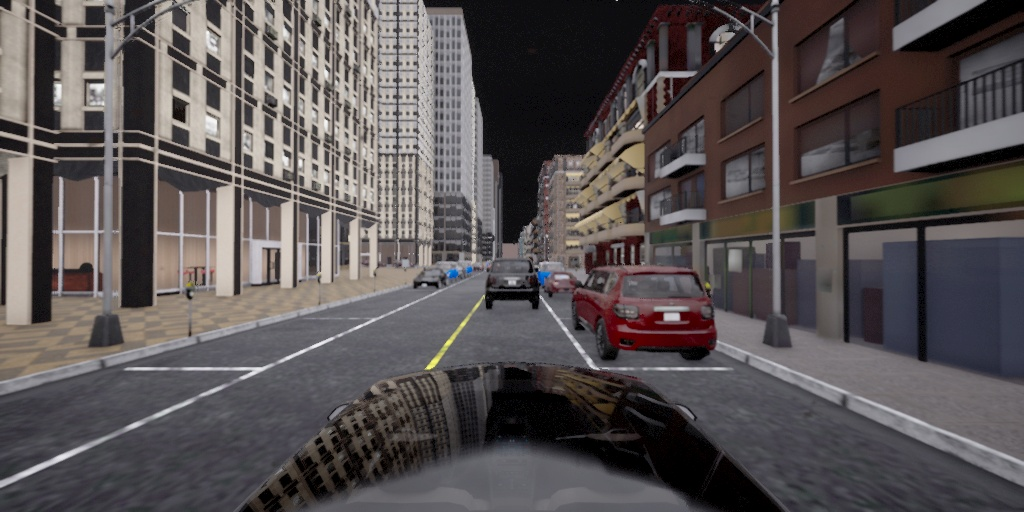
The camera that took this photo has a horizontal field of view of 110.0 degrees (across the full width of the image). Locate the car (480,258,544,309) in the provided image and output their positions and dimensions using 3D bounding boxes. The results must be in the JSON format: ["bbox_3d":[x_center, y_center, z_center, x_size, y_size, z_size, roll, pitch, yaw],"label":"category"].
[{"bbox_3d":[0.010,1.101,15.888,2.150,2.045,5.566,0,0,0],"label":"car"}]

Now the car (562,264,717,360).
[{"bbox_3d":[2.695,1.128,8.414,2.192,1.841,5.009,0,0,0],"label":"car"}]

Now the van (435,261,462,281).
[{"bbox_3d":[-5.673,1.372,31.012,1.690,1.789,3.998,0,0,0],"label":"van"}]

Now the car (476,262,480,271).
[{"bbox_3d":[-5.657,1.753,59.254,1.967,1.591,4.097,0,0,0],"label":"car"}]

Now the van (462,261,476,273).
[{"bbox_3d":[-5.666,1.484,42.309,1.690,1.789,3.998,0,0,0],"label":"van"}]

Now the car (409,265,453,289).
[{"bbox_3d":[-5.676,1.542,25.364,1.948,1.339,4.313,0,0,0],"label":"car"}]

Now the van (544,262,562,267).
[{"bbox_3d":[2.704,1.317,25.359,1.690,1.789,3.998,0,0,0],"label":"van"}]

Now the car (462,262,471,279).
[{"bbox_3d":[-5.670,1.637,36.661,2.007,1.370,4.403,0,0,0],"label":"car"}]

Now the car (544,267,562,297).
[{"bbox_3d":[2.701,1.503,19.711,1.802,1.307,4.207,0,0,0],"label":"car"}]

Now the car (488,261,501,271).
[{"bbox_3d":[-2.967,1.696,62.529,2.097,1.767,4.553,0,0,0],"label":"car"}]
